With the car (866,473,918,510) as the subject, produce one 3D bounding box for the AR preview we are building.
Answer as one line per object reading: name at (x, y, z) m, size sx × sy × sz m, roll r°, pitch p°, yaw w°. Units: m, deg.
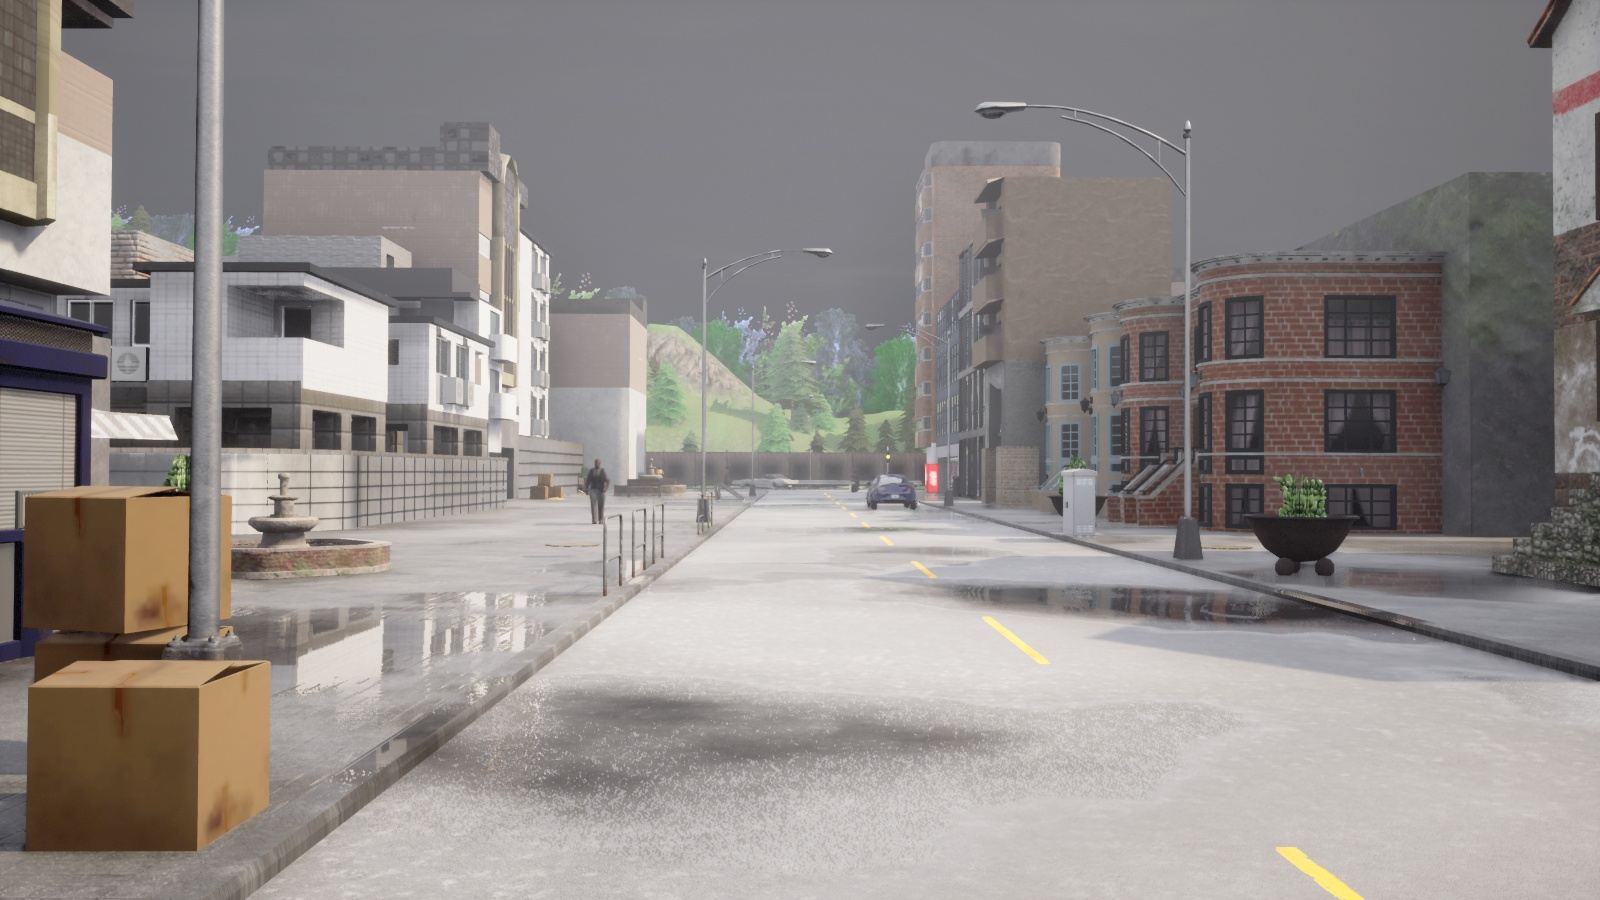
car at (3.828, 1.710, 52.822) m, size 1.812 × 1.442 × 4.674 m, roll 0°, pitch -1°, yaw 0°
